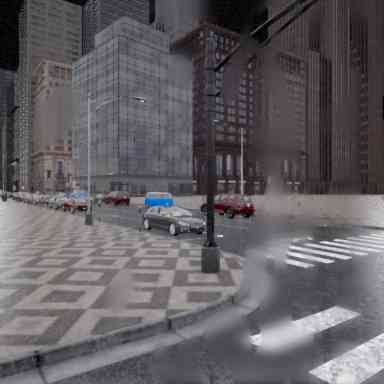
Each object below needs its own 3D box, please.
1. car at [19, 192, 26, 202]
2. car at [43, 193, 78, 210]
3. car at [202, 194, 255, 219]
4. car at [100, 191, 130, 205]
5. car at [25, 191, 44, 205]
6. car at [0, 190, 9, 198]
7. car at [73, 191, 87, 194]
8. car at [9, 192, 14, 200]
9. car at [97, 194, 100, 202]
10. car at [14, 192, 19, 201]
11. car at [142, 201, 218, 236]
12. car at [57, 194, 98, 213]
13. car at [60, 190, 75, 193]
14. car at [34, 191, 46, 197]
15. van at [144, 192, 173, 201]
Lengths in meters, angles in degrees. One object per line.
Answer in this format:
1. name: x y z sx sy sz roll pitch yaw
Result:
1. car: -23.209 0.875 48.100 2.008 1.369 4.403 1 0 -35
2. car: -13.696 1.074 34.766 2.008 1.369 4.403 1 0 -35
3. car: 2.765 1.049 26.377 2.192 1.841 5.009 1 0 -35
4. car: -9.919 0.765 44.155 2.192 1.841 5.009 1 0 -35
5. car: -20.038 0.940 43.655 2.008 1.369 4.403 1 0 -36
6. car: -39.062 0.611 70.319 1.947 1.339 4.313 1 0 -36
7. car: -16.138 0.967 48.426 1.895 1.301 4.718 0 1 -36
8. car: -29.550 0.748 56.987 1.887 1.381 4.507 1 0 -36
9. car: -13.094 0.934 48.600 2.008 1.369 4.403 1 0 -35
10. car: -26.377 0.702 52.543 1.967 1.590 4.097 1 0 -36
11. car: -1.015 1.366 16.991 2.008 1.369 4.403 1 0 -35
12. car: -10.526 1.139 30.323 1.887 1.381 4.507 1 0 -35
13. car: -21.860 0.778 56.445 1.812 1.442 4.674 0 1 -35
14. car: -38.461 0.495 84.155 1.887 1.381 4.507 0 0 -36
15. van: -3.577 0.930 35.266 1.690 1.788 3.998 1 0 -35
